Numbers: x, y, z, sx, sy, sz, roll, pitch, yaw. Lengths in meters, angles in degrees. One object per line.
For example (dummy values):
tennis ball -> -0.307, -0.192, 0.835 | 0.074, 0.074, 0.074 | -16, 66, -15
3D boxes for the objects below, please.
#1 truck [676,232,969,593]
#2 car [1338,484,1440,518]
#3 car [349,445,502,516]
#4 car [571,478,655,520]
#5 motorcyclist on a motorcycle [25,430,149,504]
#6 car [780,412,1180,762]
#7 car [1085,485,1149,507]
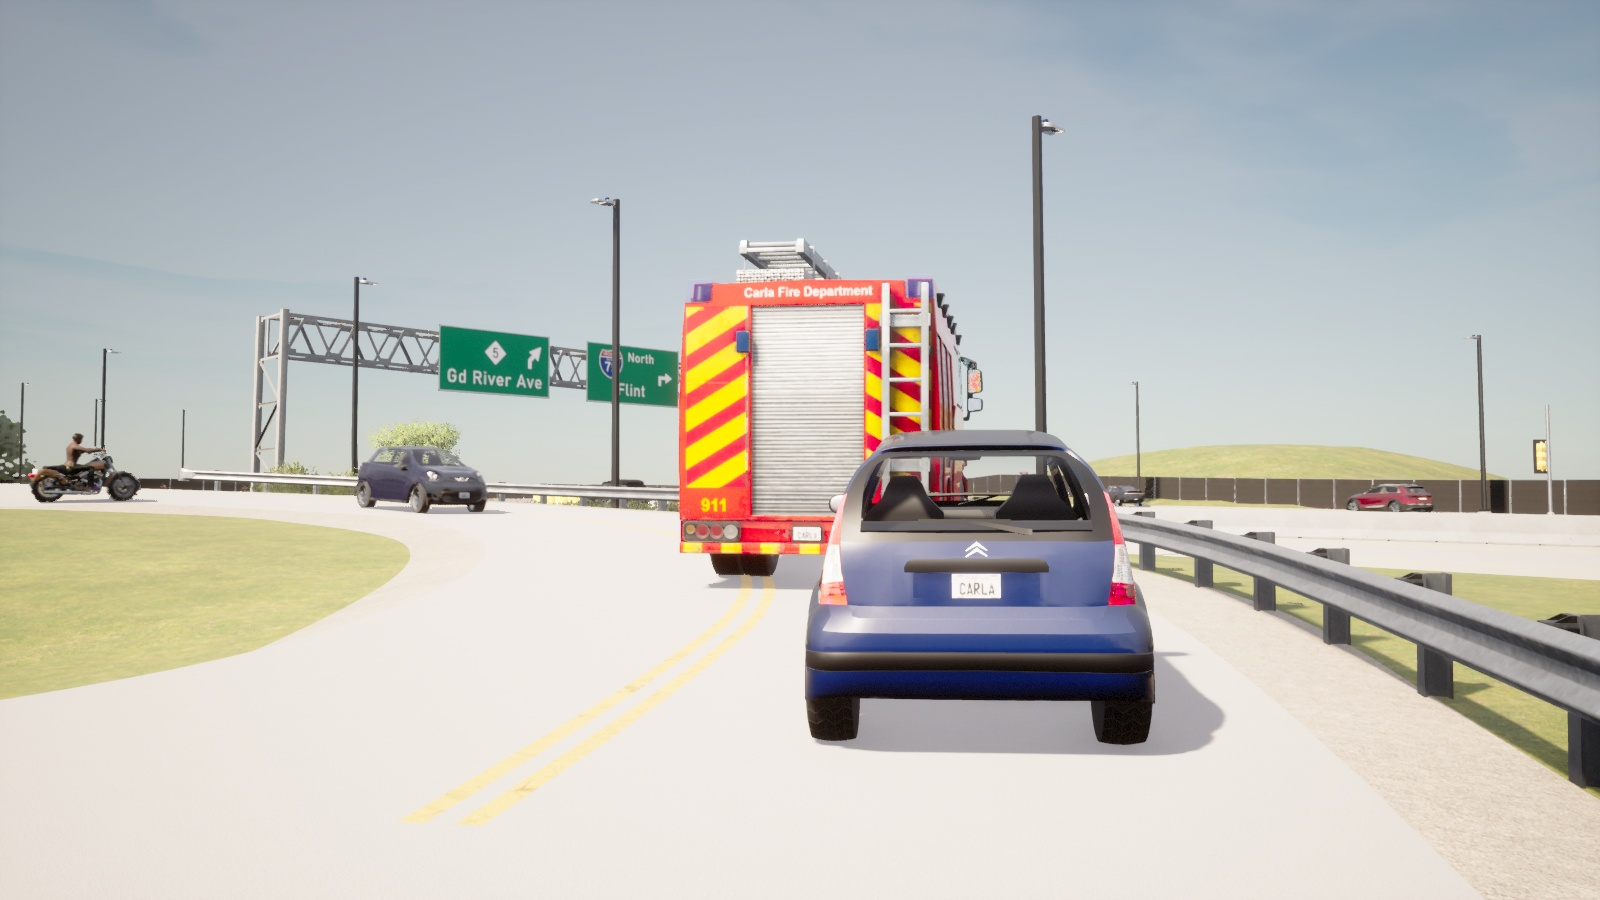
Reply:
truck -> 0.777, -0.380, 17.718 | 2.891, 3.827, 8.468 | 0, 0, 10
car -> 30.471, 2.616, 65.130 | 2.033, 1.649, 4.856 | 1, -2, -18
car -> -8.787, 0.688, 29.367 | 3.633, 1.501, 1.845 | 1, -1, 44
car -> -8.716, 2.282, 58.477 | 1.905, 1.878, 3.866 | 3, -3, -45
motorcyclist on a motorcycle -> -16.598, 0.393, 29.295 | 0.766, 1.649, 2.350 | 1, 0, 39
car -> 1.056, 0.646, 7.898 | 1.851, 1.617, 3.988 | -1, 0, 7
car -> 22.639, 3.299, 89.863 | 2.128, 1.511, 4.902 | 1, -2, -17
